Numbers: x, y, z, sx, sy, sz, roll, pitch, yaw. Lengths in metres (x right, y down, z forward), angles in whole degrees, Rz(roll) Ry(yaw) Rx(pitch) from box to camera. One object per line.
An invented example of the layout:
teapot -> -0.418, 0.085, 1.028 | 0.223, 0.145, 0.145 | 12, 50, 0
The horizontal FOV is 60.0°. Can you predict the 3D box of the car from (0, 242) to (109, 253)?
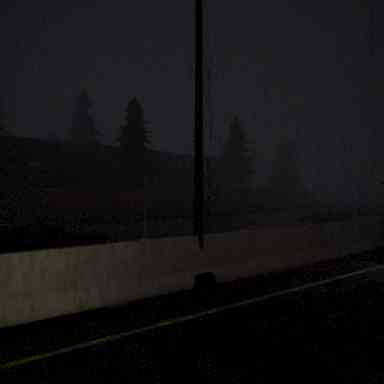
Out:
car -> -4.926, 1.550, 9.084 | 5.357, 1.411, 2.033 | 0, 0, -36
